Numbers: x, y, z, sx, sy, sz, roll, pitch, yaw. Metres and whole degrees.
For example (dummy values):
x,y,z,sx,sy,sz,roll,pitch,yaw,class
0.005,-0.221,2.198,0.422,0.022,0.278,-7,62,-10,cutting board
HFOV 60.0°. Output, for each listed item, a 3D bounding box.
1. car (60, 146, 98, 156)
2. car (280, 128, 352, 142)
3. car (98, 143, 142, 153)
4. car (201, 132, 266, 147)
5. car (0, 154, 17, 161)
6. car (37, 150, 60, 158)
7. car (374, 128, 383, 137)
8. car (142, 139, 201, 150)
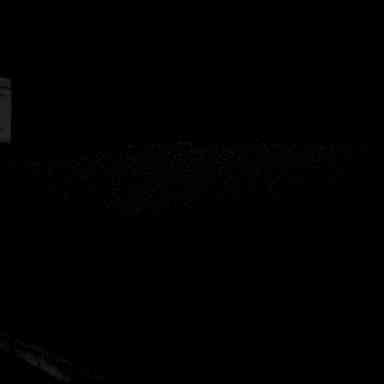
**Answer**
x,y,z,sx,sy,sz,roll,pitch,yaw,class
-10.761,-3.896,34.006,4.892,1.521,2.231,1,0,34,car
8.378,-3.527,22.485,4.792,1.488,2.163,1,1,29,car
-6.106,-3.776,30.990,4.674,1.452,2.002,1,1,33,car
3.376,-3.770,25.272,4.553,1.767,2.185,1,1,31,car
-24.396,-4.184,43.227,4.553,1.767,2.185,1,0,34,car
-15.337,-3.959,37.094,4.892,1.521,2.231,1,0,34,car
13.249,-3.432,19.891,4.674,1.452,2.002,1,1,28,car
-1.385,-3.730,28.074,5.008,1.535,2.097,1,1,32,car
